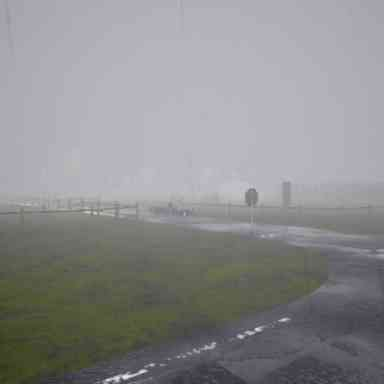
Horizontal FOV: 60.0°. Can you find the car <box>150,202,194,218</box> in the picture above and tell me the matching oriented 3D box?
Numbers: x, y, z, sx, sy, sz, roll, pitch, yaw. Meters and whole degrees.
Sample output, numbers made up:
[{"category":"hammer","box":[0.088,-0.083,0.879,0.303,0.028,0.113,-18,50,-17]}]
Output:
[{"category":"car","box":[-1.994,1.605,30.685,1.895,1.301,4.718,1,-1,-38]}]

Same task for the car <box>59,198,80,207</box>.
[{"category":"car","box":[-19.174,1.566,51.687,1.895,1.301,4.718,1,-1,-41]}]
